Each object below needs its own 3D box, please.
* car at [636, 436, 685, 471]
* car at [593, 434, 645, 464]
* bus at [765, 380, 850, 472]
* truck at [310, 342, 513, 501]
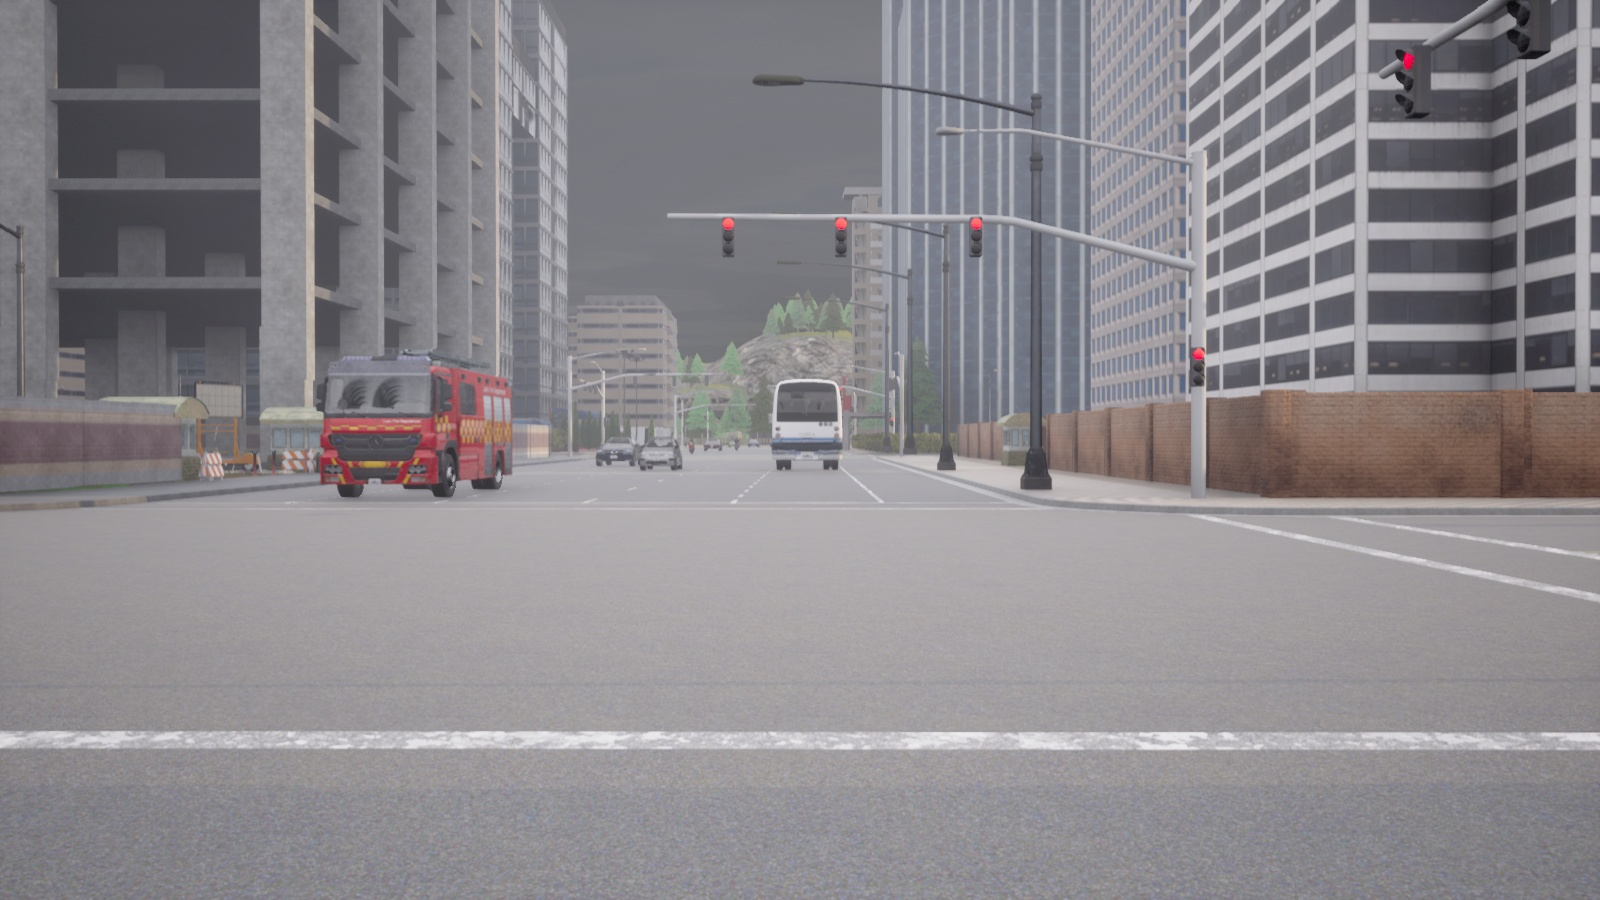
[{"bbox_3d":[-6.654,0.138,60.179,1.851,1.617,3.988,0,0,0],"label":"car"},{"bbox_3d":[-10.098,-0.071,70.510,2.152,1.651,5.027,0,0,0],"label":"car"},{"bbox_3d":[0.362,-1.156,63.110,3.944,4.253,10.273,0,0,0],"label":"bus"},{"bbox_3d":[-10.295,-0.712,34.379,2.891,3.827,8.468,0,0,0],"label":"truck"}]
